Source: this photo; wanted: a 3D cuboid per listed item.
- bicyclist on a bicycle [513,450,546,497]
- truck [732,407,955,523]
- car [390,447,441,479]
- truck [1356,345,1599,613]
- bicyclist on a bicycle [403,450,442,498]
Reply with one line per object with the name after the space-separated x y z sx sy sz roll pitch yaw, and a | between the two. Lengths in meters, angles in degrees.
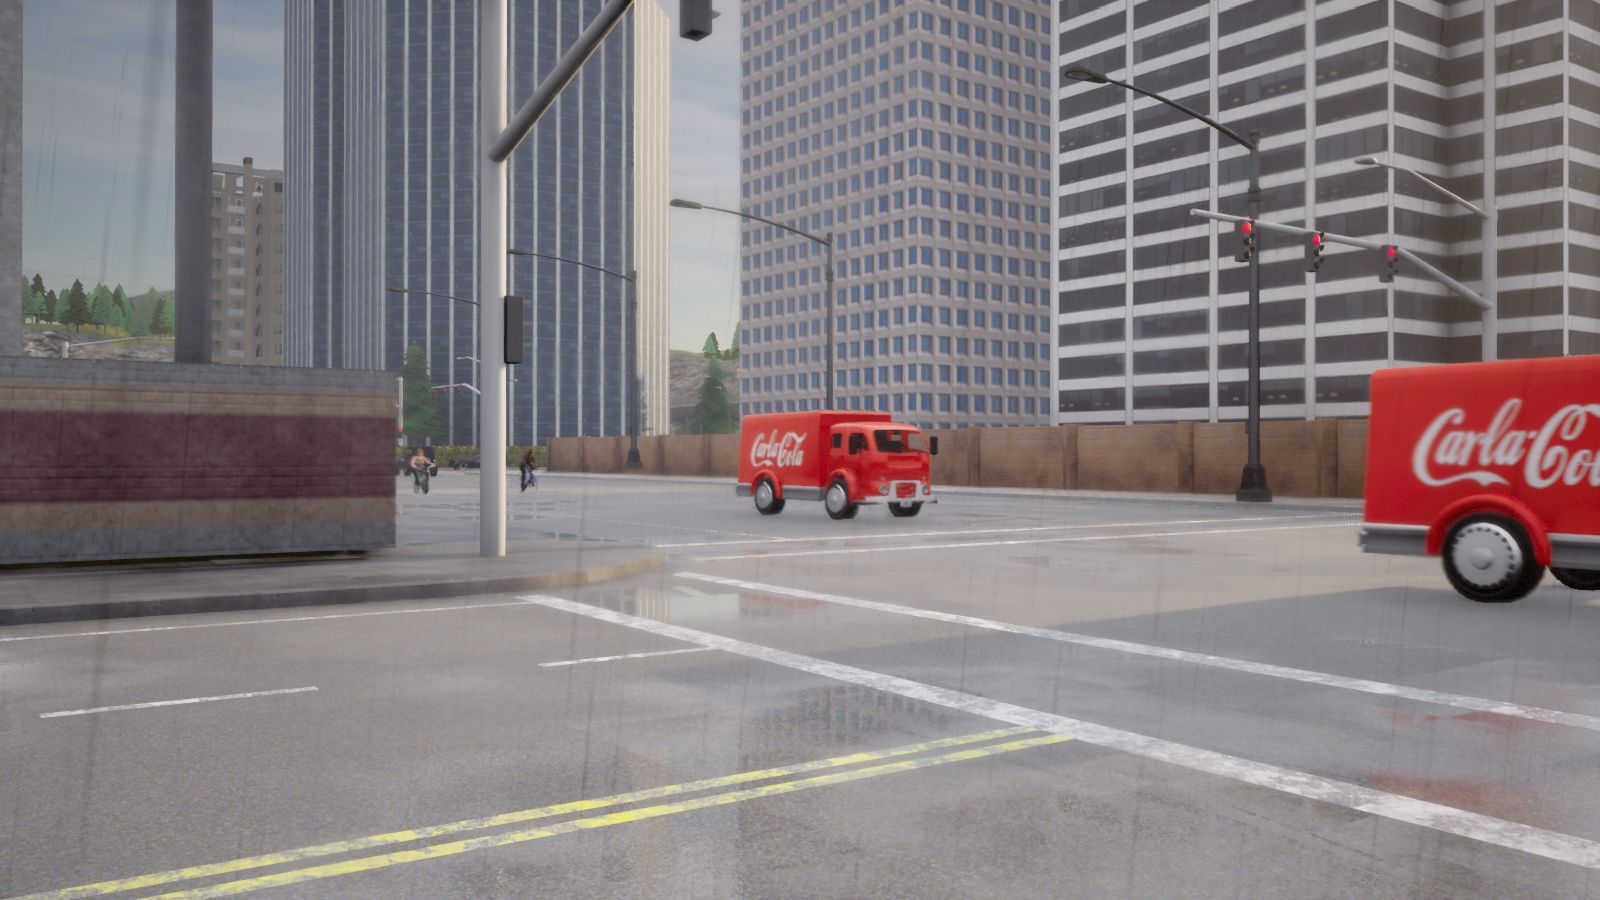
-9.654 0.828 44.786 0.582 1.620 1.656 0 0 -35 | bicyclist on a bicycle
0.896 0.328 29.460 2.627 2.467 5.204 0 0 -35 | truck
-23.771 0.781 77.625 1.905 1.878 3.866 0 0 -35 | car
8.561 0.270 12.152 2.627 2.467 5.204 0 0 -35 | truck
-13.141 0.816 43.688 0.866 1.612 1.509 0 0 -34 | bicyclist on a bicycle
